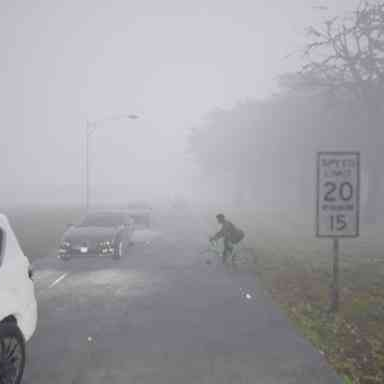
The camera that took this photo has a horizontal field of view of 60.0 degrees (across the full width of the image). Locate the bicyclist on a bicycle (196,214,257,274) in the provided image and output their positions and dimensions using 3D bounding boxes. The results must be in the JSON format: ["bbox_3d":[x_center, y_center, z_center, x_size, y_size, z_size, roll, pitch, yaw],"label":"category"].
[{"bbox_3d":[0.933,1.409,8.976,1.656,1.620,0.582,0,0,-2],"label":"bicyclist on a bicycle"}]

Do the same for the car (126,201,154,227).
[{"bbox_3d":[-3.654,1.386,22.290,1.882,1.535,5.008,0,0,-2],"label":"car"}]

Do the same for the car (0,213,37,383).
[{"bbox_3d":[-2.881,1.213,1.764,2.150,2.045,5.566,0,0,-2],"label":"car"}]

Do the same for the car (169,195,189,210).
[{"bbox_3d":[-1.433,1.427,40.273,1.994,1.385,4.181,0,0,-2],"label":"car"}]

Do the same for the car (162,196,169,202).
[{"bbox_3d":[-5.481,1.454,70.689,1.895,1.301,4.718,0,0,-2],"label":"car"}]

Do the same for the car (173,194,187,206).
[{"bbox_3d":[-1.830,1.206,50.419,2.097,1.767,4.553,0,0,-3],"label":"car"}]

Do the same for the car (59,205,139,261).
[{"bbox_3d":[-3.270,1.446,12.194,1.837,1.490,4.892,0,0,-2],"label":"car"}]
